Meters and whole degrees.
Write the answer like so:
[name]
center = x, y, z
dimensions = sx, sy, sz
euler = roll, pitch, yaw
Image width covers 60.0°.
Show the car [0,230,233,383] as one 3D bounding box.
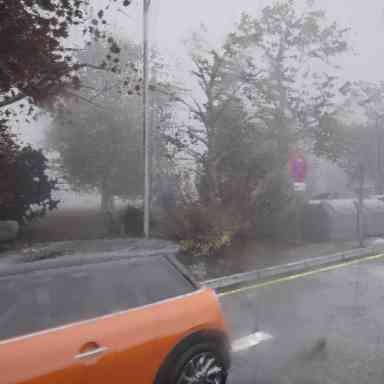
[car]
center = -1.824, 1.350, 3.146
dimensions = 4.553, 1.767, 2.097
euler = 0, 0, -36
